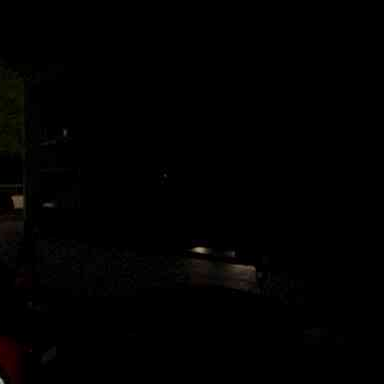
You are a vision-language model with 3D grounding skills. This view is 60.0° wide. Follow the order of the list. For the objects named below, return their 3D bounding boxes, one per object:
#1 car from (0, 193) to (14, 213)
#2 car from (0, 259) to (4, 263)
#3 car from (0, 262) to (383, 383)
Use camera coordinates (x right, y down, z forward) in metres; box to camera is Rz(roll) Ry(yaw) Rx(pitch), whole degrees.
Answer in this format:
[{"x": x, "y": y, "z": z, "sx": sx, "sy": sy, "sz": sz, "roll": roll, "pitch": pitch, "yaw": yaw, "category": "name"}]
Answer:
[{"x": -20.604, "y": 1.111, "z": 32.828, "sx": 2.150, "sy": 2.045, "sz": 5.566, "roll": 0, "pitch": 0, "yaw": 35, "category": "car"}, {"x": -4.635, "y": 1.580, "z": 6.100, "sx": 4.206, "sy": 1.307, "sz": 1.802, "roll": 0, "pitch": 0, "yaw": 35, "category": "car"}, {"x": -0.135, "y": 1.544, "z": 2.907, "sx": 4.507, "sy": 1.381, "sz": 1.887, "roll": 0, "pitch": 0, "yaw": 35, "category": "car"}]
